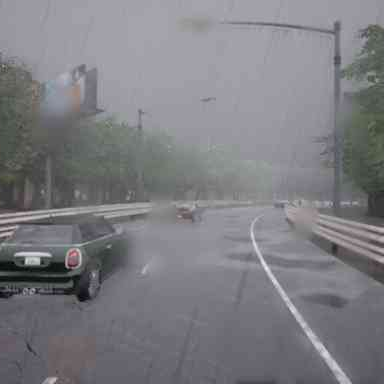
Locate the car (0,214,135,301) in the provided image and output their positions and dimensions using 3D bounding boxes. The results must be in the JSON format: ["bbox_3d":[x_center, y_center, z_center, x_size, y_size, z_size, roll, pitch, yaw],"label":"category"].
[{"bbox_3d":[-2.928,1.349,8.527,2.097,1.767,4.553,0,0,4],"label":"car"}]

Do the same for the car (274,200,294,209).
[{"bbox_3d":[15.033,2.017,54.966,1.882,1.535,5.008,0,-1,28],"label":"car"}]

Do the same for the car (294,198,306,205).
[{"bbox_3d":[23.009,2.112,70.466,2.097,1.767,4.553,0,-1,38],"label":"car"}]

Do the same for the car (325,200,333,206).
[{"bbox_3d":[34.827,2.719,84.282,1.882,1.535,5.008,0,-1,45],"label":"car"}]

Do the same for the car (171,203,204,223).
[{"bbox_3d":[-0.311,1.601,26.161,1.837,1.490,4.892,0,-1,12],"label":"car"}]
